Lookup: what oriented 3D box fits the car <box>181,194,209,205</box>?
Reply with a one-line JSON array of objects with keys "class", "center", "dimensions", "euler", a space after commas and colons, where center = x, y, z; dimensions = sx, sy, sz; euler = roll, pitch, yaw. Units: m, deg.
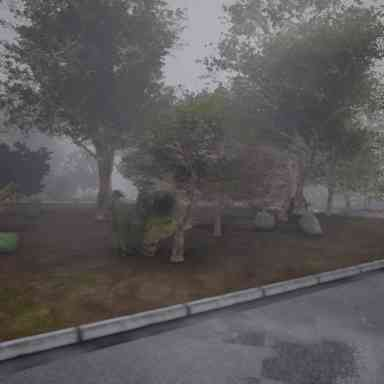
[{"class": "car", "center": [0.307, 0.698, 46.211], "dimensions": [5.566, 2.045, 2.150], "euler": [1, -1, 14]}]

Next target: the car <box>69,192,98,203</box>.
[{"class": "car", "center": [-12.620, 0.709, 42.000], "dimensions": [5.357, 1.411, 2.033], "euler": [2, -1, -35]}]
